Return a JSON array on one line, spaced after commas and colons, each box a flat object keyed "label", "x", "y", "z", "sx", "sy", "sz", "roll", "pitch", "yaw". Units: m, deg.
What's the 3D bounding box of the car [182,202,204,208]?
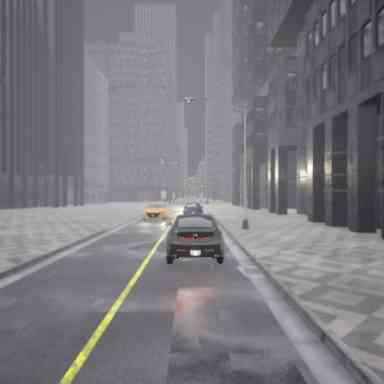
[{"label": "car", "x": 0.104, "y": 1.690, "z": 30.869, "sx": 1.812, "sy": 1.442, "sz": 4.674, "roll": 0, "pitch": -1, "yaw": 0}]

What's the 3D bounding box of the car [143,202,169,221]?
[{"label": "car", "x": -3.085, "y": 1.625, "z": 29.018, "sx": 1.882, "sy": 1.535, "sz": 5.008, "roll": 0, "pitch": -1, "yaw": 0}]

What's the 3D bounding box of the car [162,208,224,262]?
[{"label": "car", "x": 0.101, "y": 1.542, "z": 12.183, "sx": 1.837, "sy": 1.490, "sz": 4.892, "roll": 0, "pitch": 0, "yaw": 0}]
